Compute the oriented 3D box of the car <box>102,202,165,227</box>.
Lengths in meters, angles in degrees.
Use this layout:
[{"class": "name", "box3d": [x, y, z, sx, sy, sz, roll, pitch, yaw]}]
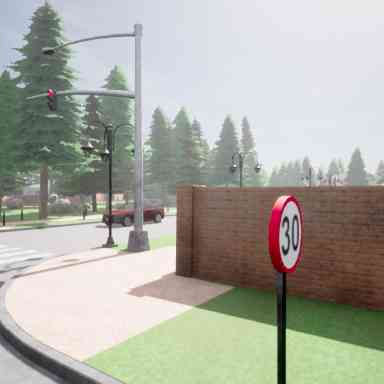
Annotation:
[{"class": "car", "box3d": [-3.973, 1.464, 23.129, 1.882, 1.535, 5.008, 0, 0, 35]}]
